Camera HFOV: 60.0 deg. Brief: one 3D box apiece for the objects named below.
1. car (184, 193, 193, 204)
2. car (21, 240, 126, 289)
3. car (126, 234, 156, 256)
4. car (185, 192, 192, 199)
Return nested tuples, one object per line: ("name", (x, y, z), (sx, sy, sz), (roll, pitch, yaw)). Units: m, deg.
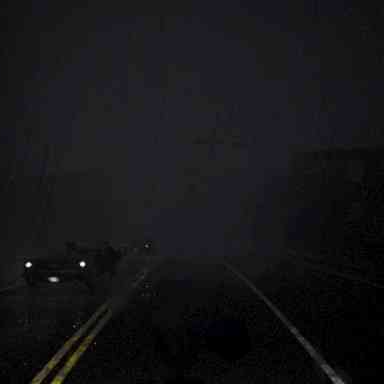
("car", (-0.803, 1.728, 80.720), (2.097, 1.767, 4.553), (-1, 5, -1))
("car", (-3.689, 2.278, 11.060), (1.895, 1.301, 4.718), (-1, -7, -1))
("car", (-3.798, 3.914, 24.848), (1.812, 1.442, 4.674), (-1, -6, 0))
("car", (-0.912, 0.928, 90.671), (1.994, 1.385, 4.181), (-1, 5, -1))
